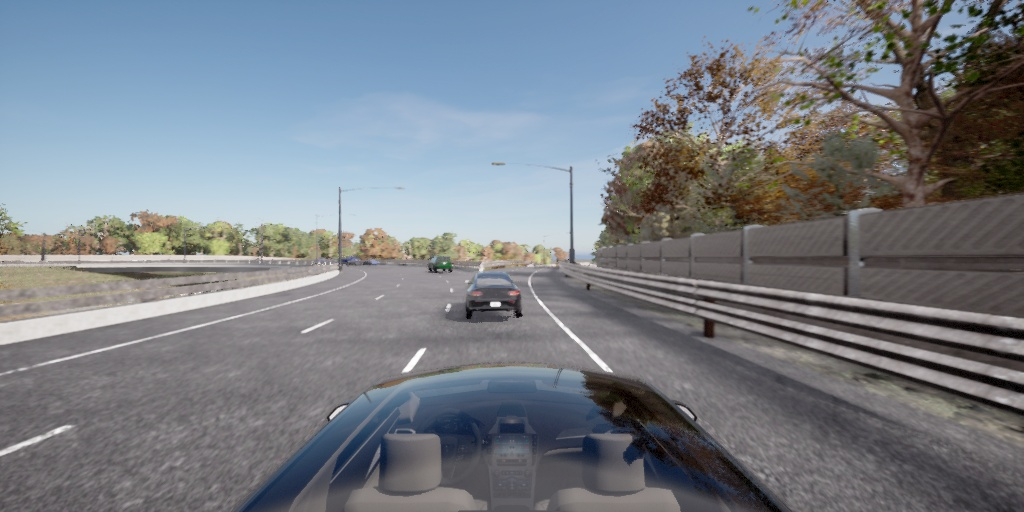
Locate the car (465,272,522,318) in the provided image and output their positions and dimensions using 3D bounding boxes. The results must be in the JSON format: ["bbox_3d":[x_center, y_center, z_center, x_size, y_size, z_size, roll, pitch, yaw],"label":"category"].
[{"bbox_3d":[-0.728,1.282,13.003,1.812,1.442,4.674,0,0,-6],"label":"car"}]

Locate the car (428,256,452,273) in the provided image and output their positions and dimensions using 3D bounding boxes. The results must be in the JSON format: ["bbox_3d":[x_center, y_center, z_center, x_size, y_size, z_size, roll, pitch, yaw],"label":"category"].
[{"bbox_3d":[-9.224,1.029,45.859,2.150,2.045,5.566,0,0,-23],"label":"car"}]
